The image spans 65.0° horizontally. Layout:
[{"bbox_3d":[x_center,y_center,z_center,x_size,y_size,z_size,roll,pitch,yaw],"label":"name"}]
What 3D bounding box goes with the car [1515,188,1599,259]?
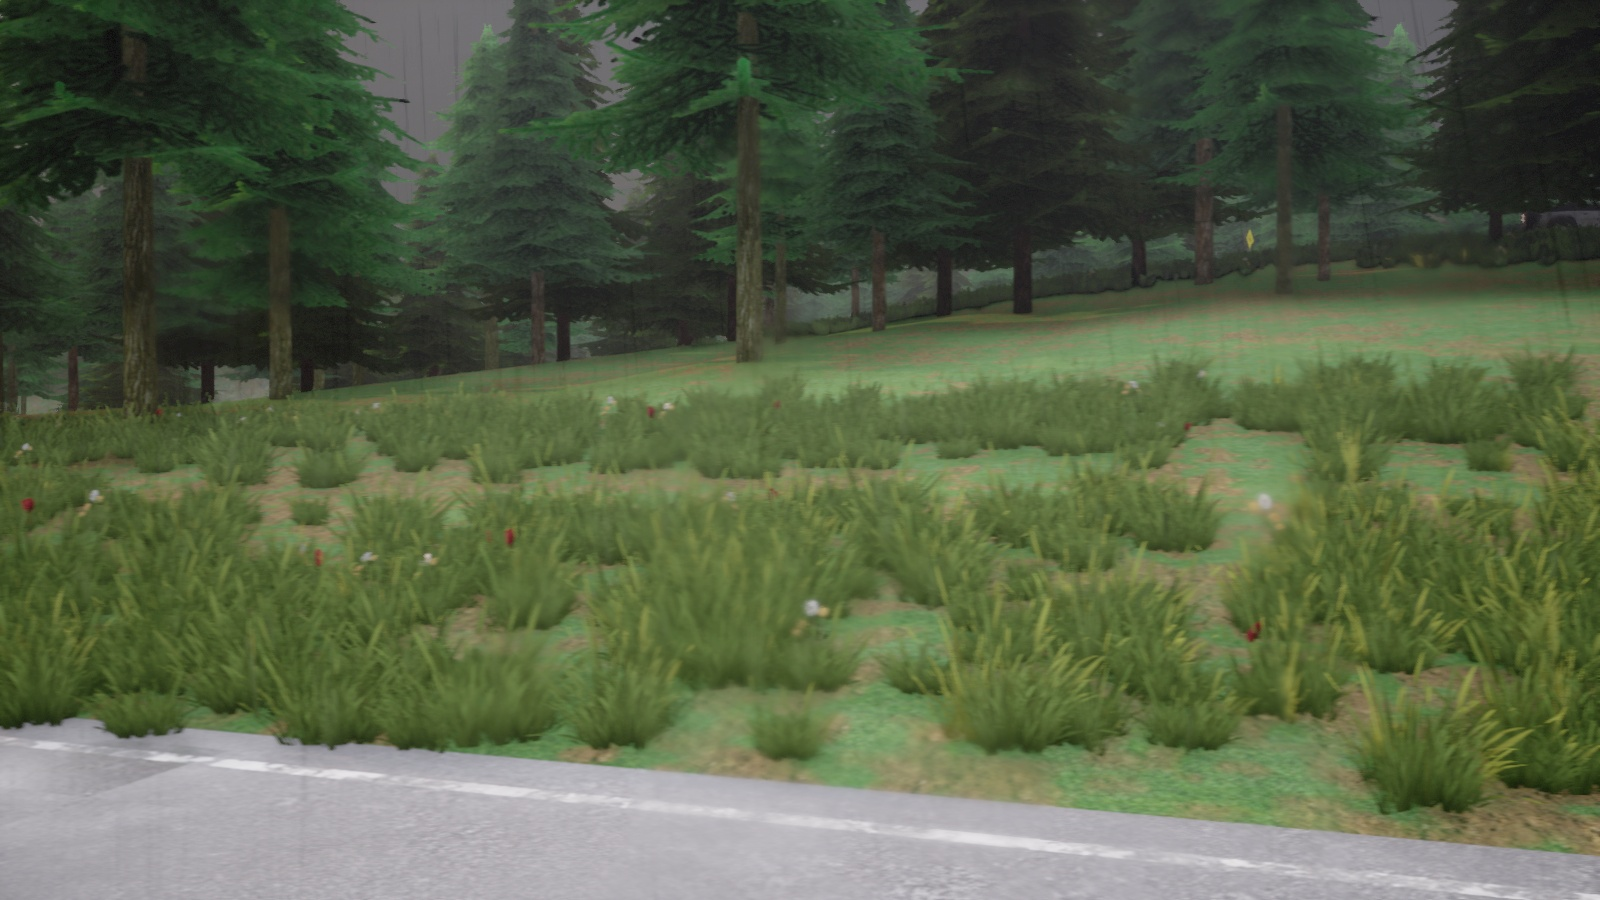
[{"bbox_3d":[24.999,-7.152,39.643,3.866,1.878,1.905,1,1,16],"label":"car"}]
